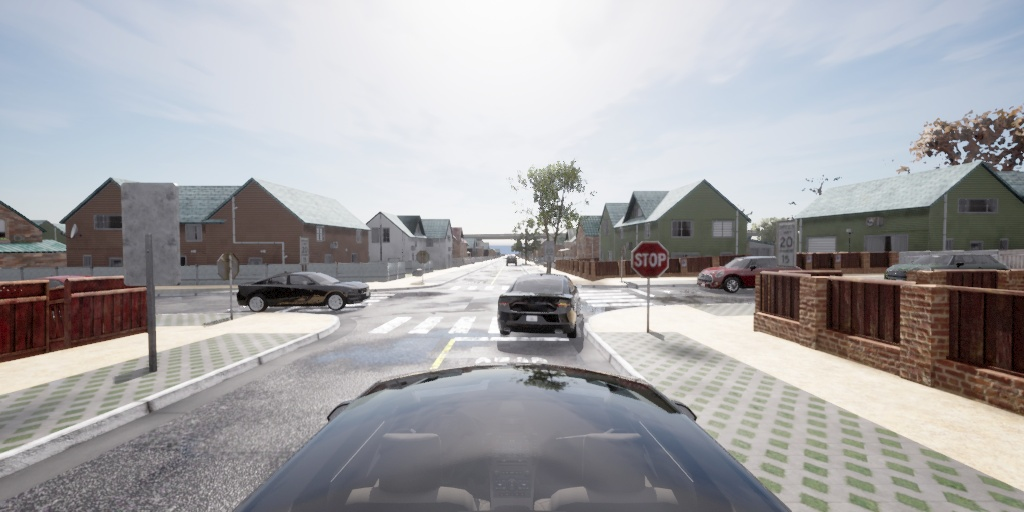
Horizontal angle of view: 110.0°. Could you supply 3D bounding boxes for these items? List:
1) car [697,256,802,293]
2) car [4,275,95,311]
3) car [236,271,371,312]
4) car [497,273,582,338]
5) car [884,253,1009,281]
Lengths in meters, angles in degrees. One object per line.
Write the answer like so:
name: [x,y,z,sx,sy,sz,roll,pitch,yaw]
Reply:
car: [11.790,0.820,17.924,4.553,1.767,2.097,-1,2,0]
car: [-18.035,1.546,14.747,5.008,1.535,1.882,-1,2,0]
car: [-8.482,1.376,14.820,5.008,1.535,1.882,-1,2,0]
car: [0.949,1.224,10.303,1.882,1.535,5.008,0,0,12]
car: [21.685,0.646,18.006,4.553,1.767,2.097,-1,2,0]
